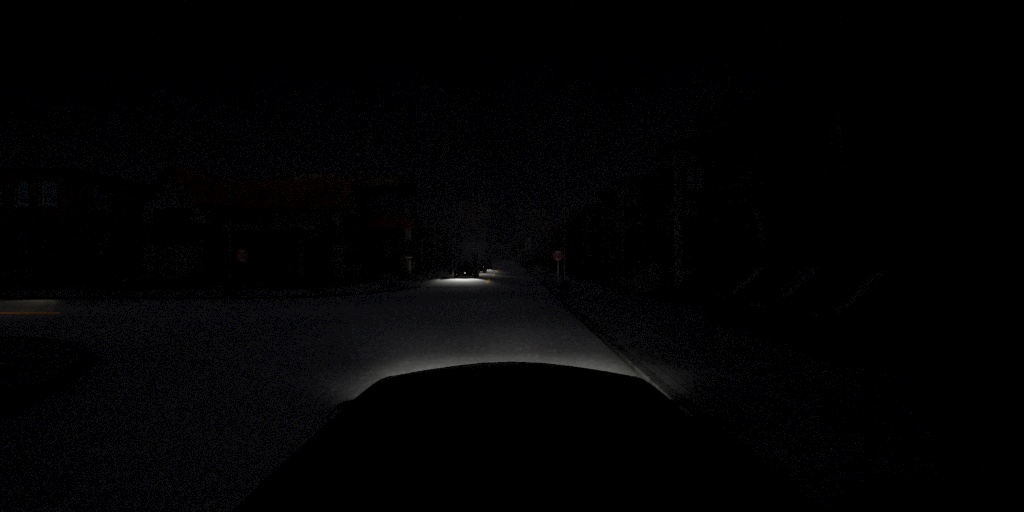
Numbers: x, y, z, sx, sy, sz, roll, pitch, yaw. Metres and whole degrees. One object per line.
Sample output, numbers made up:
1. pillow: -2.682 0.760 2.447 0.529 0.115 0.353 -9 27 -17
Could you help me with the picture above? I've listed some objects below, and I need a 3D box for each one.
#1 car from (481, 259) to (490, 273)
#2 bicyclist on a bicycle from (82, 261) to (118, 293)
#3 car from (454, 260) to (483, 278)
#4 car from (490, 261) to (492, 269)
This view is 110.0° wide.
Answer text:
1. car: -4.151 1.227 44.051 1.882 1.535 5.008 0 0 0
2. bicyclist on a bicycle: -21.604 1.099 18.823 0.582 1.620 1.656 0 0 0
3. car: -4.148 1.314 33.556 1.994 1.385 4.181 0 0 0
4. car: -4.125 1.241 55.472 2.128 1.511 4.902 0 0 0
